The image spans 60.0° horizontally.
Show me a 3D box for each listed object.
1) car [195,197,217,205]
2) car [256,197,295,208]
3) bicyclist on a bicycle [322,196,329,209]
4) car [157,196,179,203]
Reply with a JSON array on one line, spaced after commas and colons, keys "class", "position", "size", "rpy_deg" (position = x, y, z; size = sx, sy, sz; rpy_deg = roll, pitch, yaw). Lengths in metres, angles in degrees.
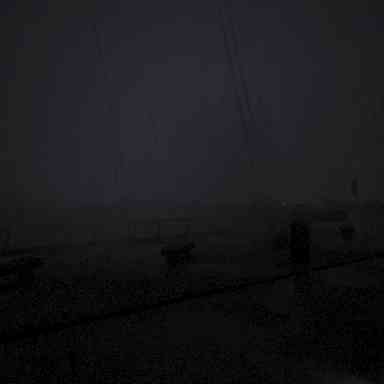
[{"class": "car", "position": [2.007, 1.547, 54.553], "size": [2.033, 1.411, 5.357], "rpy_deg": [0, 0, -35]}, {"class": "car", "position": [9.246, 1.351, 37.218], "size": [2.097, 1.767, 4.553], "rpy_deg": [0, 0, -35]}, {"class": "bicyclist on a bicycle", "position": [16.603, 1.349, 41.360], "size": [1.656, 1.620, 0.582], "rpy_deg": [0, 0, -35]}, {"class": "car", "position": [-4.090, 1.492, 56.160], "size": [2.128, 1.511, 4.902], "rpy_deg": [0, 0, -35]}]
